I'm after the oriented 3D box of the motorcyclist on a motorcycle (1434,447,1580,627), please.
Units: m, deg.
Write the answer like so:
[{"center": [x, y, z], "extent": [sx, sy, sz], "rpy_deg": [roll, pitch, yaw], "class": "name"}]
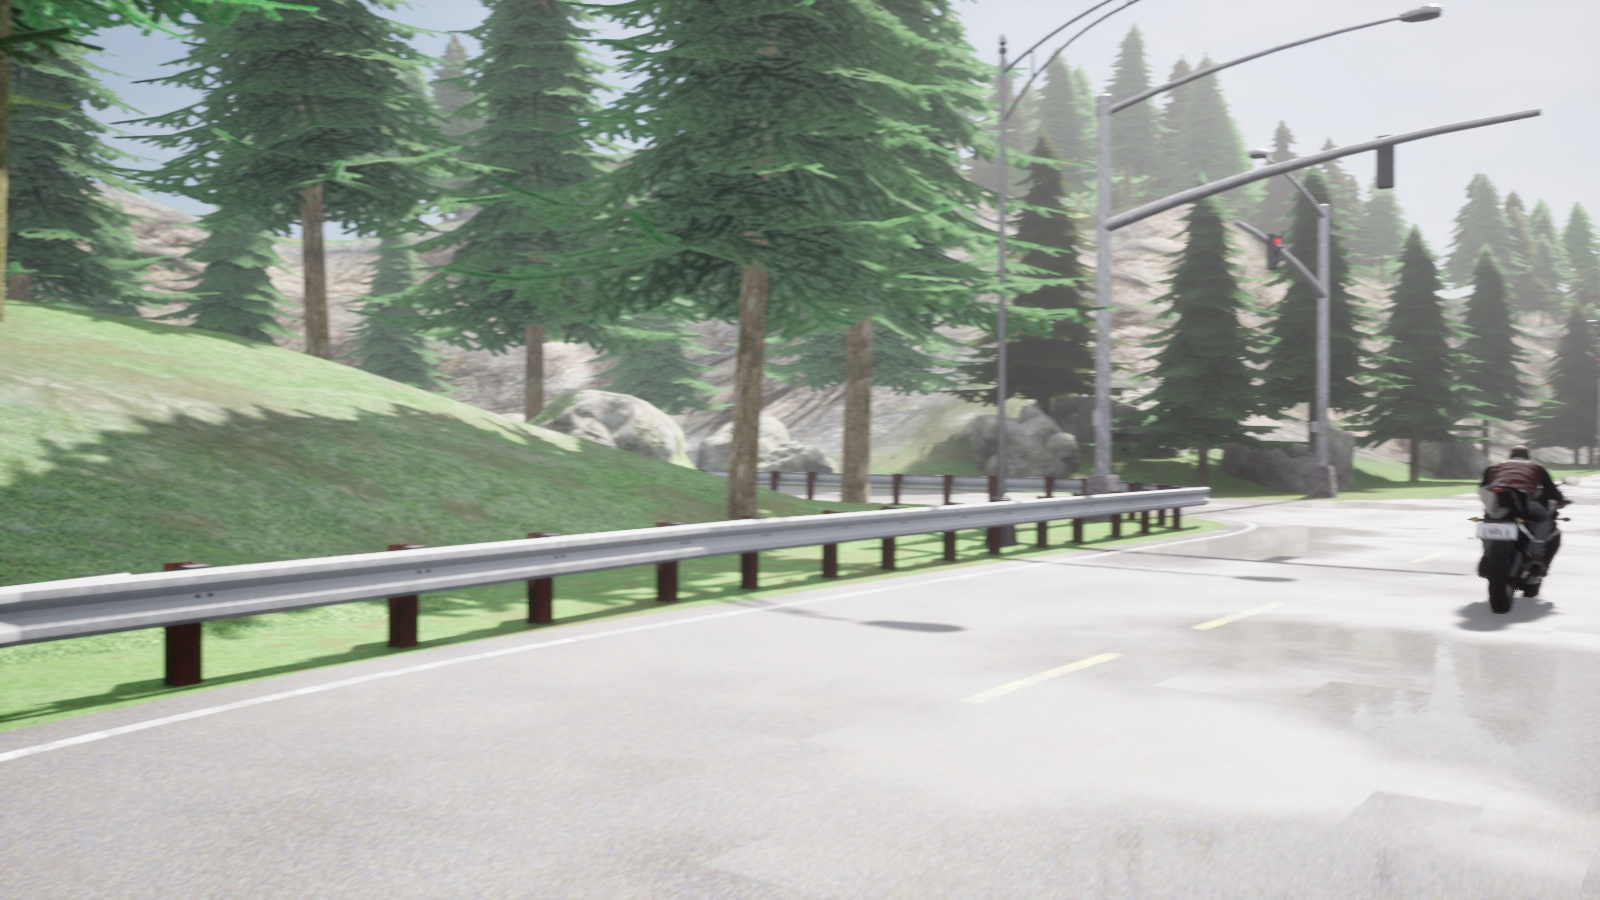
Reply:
[{"center": [6.709, 0.741, 11.851], "extent": [0.866, 1.530, 2.191], "rpy_deg": [1, 1, 38], "class": "motorcyclist on a motorcycle"}]
